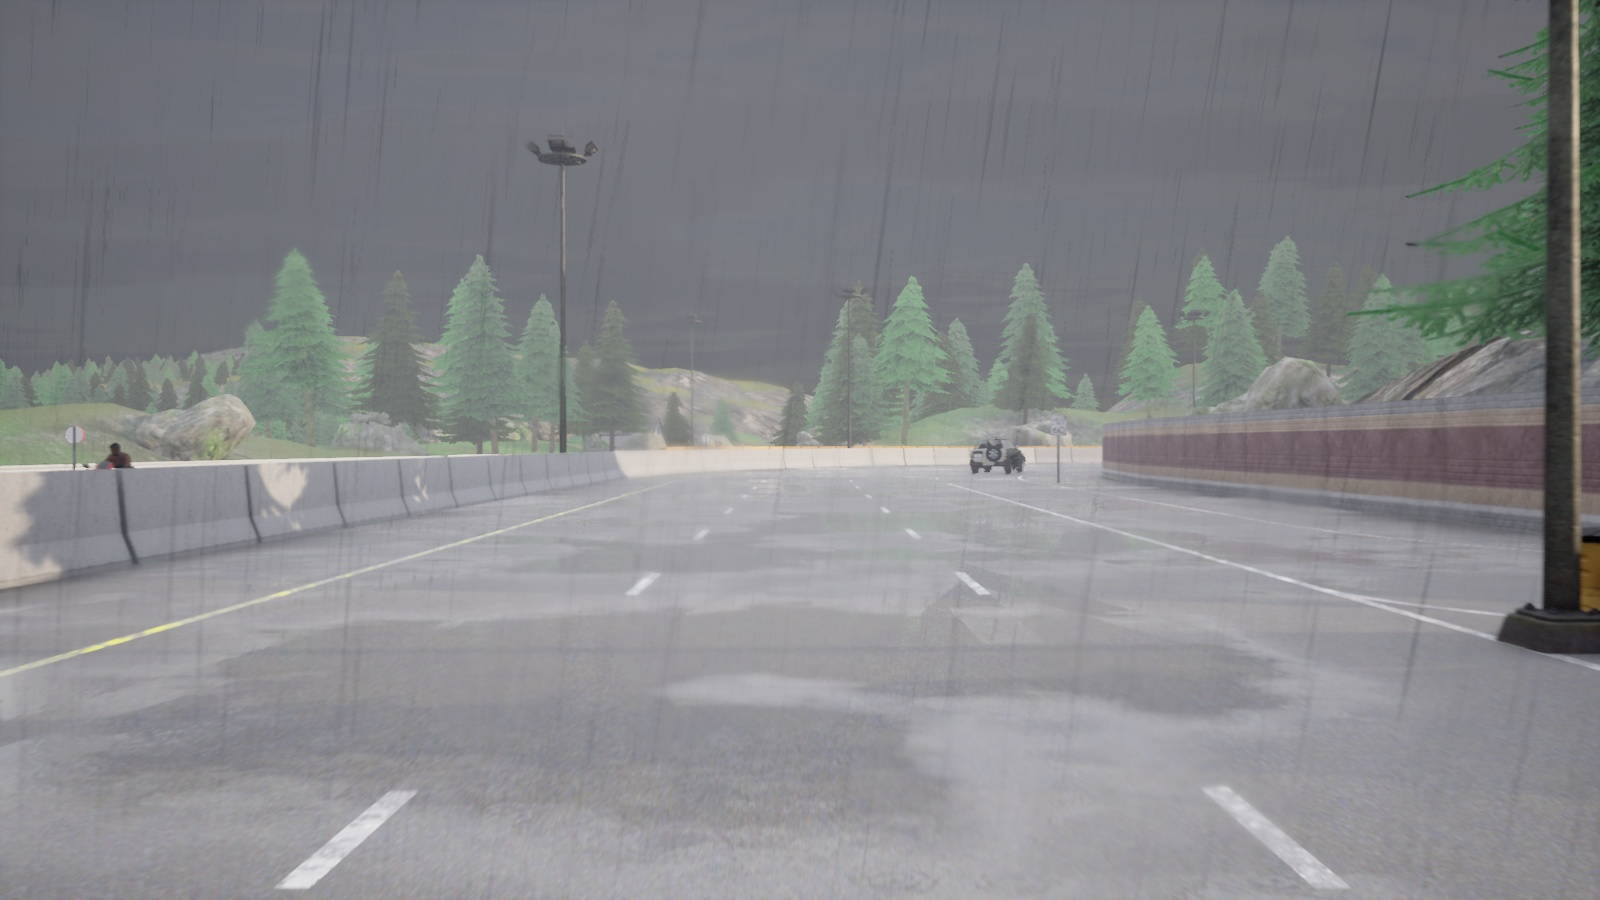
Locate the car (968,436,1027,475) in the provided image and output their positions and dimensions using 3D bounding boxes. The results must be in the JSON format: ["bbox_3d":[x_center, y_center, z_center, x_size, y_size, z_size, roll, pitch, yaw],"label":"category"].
[{"bbox_3d":[9.845,0.271,62.289,1.932,1.855,4.605,0,0,21],"label":"car"}]

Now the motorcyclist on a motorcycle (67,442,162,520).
[{"bbox_3d":[-13.852,0.595,25.440,0.797,1.523,2.044,0,0,0],"label":"motorcyclist on a motorcycle"}]
